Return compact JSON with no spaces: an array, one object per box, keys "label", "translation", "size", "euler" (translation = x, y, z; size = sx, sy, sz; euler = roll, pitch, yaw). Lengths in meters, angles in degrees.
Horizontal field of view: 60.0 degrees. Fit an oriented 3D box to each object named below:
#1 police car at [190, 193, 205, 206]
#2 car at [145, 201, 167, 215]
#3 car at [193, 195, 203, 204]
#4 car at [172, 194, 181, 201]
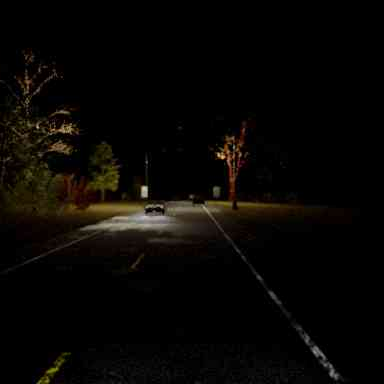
[{"label":"police car","translation":[1.053,1.348,54.843],"size":[1.930,1.638,5.238],"euler":[0,0,0]},{"label":"car","translation":[-3.596,1.557,33.860],"size":[1.895,1.301,4.718],"euler":[0,0,0]},{"label":"car","translation":[1.064,1.410,64.728],"size":[1.837,1.490,4.892],"euler":[0,0,0]},{"label":"car","translation":[-3.459,1.285,76.071],"size":[1.882,1.535,5.008],"euler":[0,0,0]}]
